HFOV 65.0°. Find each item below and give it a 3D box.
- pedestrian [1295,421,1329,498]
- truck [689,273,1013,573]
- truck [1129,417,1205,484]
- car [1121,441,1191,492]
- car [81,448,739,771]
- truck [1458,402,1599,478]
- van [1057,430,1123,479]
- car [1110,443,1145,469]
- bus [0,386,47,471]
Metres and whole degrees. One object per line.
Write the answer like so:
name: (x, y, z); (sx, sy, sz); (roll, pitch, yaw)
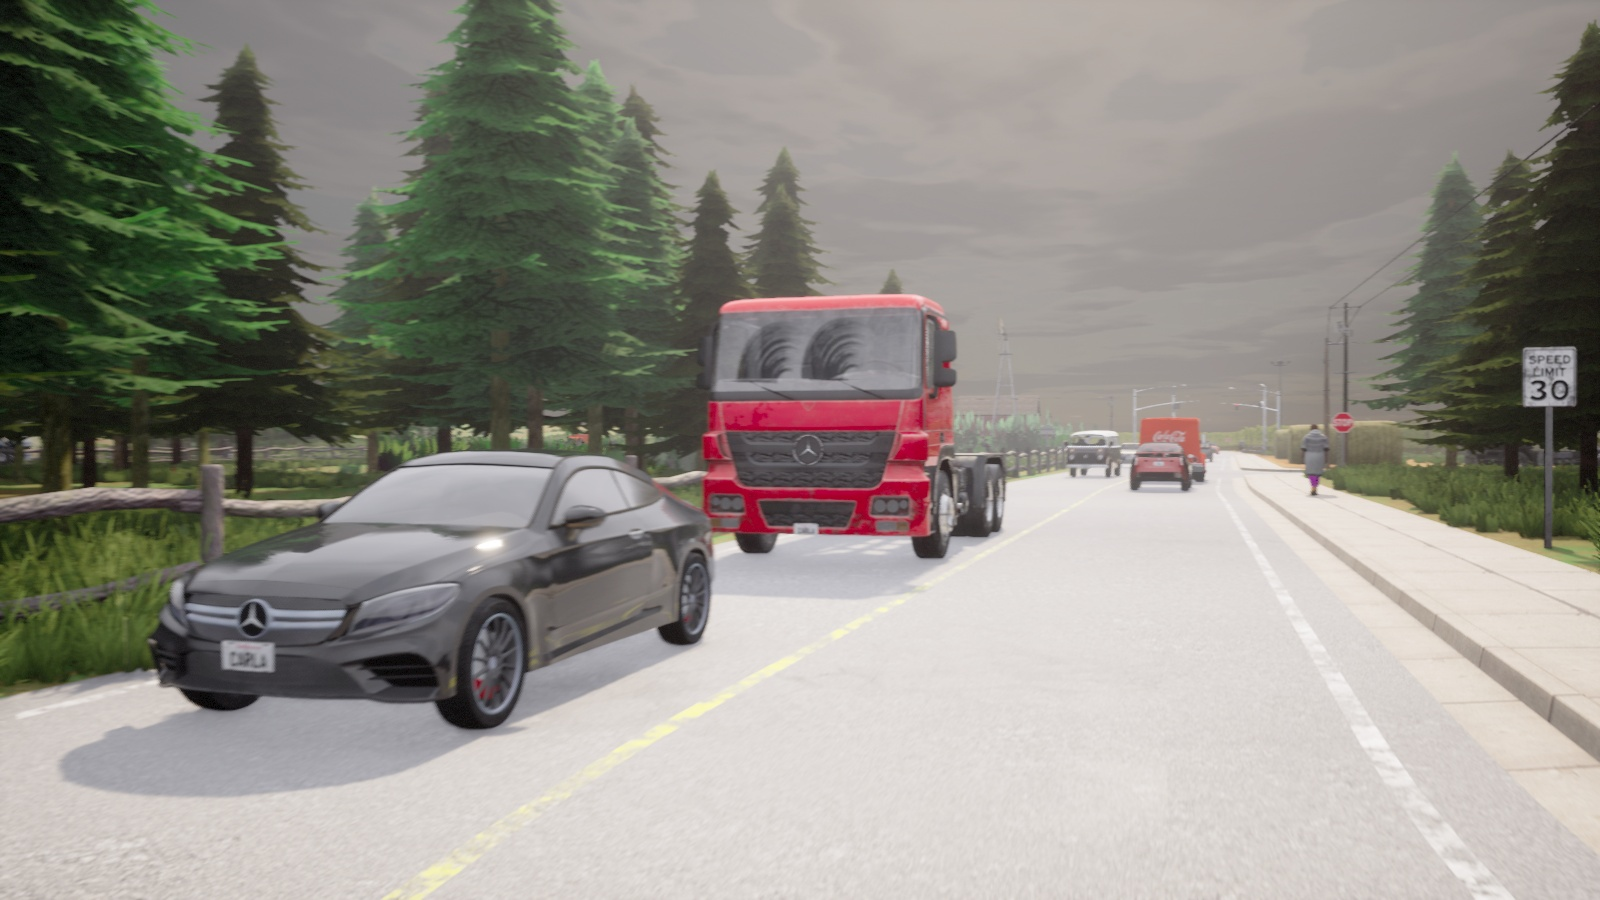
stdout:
pedestrian: (13.129, 0.240, 32.217); (0.659, 1.952, 0.873); (0, 0, 12)
truck: (1.192, -0.339, 18.716); (2.891, 3.462, 7.936); (0, 0, 17)
truck: (14.472, 0.006, 49.309); (2.627, 2.467, 5.204); (0, 0, 18)
car: (11.507, 0.483, 40.423); (2.007, 1.525, 4.514); (0, 0, 18)
car: (-2.024, 0.720, 8.187); (1.812, 1.442, 4.674); (0, 0, 16)
truck: (35.467, -0.456, 58.637); (7.936, 3.462, 2.891); (0, 0, 16)
van: (12.748, 0.179, 55.020); (2.069, 2.038, 4.480); (0, 0, 23)
car: (19.945, 0.329, 76.469); (1.789, 1.549, 3.705); (0, 0, 19)
bus: (-42.026, -1.056, 61.064); (3.944, 4.253, 10.273); (0, 0, 6)
